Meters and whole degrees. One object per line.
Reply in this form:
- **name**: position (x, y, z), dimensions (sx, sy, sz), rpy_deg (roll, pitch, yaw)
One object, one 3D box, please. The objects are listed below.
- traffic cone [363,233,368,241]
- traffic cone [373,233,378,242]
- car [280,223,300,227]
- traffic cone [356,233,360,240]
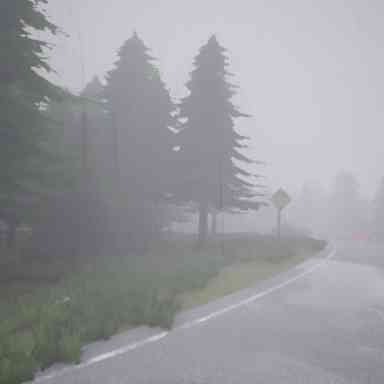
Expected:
- **traffic cone**: position (12.521, 3.220, 23.929), dimensions (0.340, 0.580, 0.340), rpy_deg (2, -6, 12)
- **traffic cone**: position (12.120, 3.012, 21.978), dimensions (0.340, 0.580, 0.340), rpy_deg (3, -5, 12)
- **car**: position (9.694, 3.727, 32.525), dimensions (2.033, 1.411, 5.357), rpy_deg (4, -8, -11)
- **traffic cone**: position (12.921, 3.451, 25.883), dimensions (0.340, 0.580, 0.340), rpy_deg (2, -6, 12)
